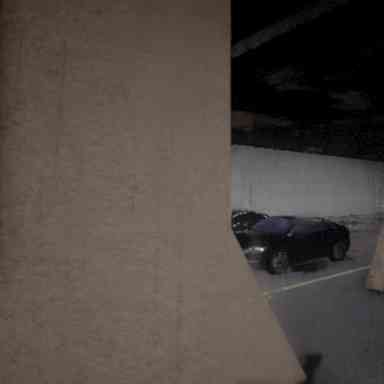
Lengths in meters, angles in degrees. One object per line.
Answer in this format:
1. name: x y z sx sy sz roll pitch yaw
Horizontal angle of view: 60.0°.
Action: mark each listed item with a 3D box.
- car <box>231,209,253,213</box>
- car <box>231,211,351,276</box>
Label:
1. car: 1.622 1.506 13.746 4.892 1.490 1.837 0 0 -35
2. car: 3.036 1.493 10.455 4.902 1.511 2.128 0 0 -35
